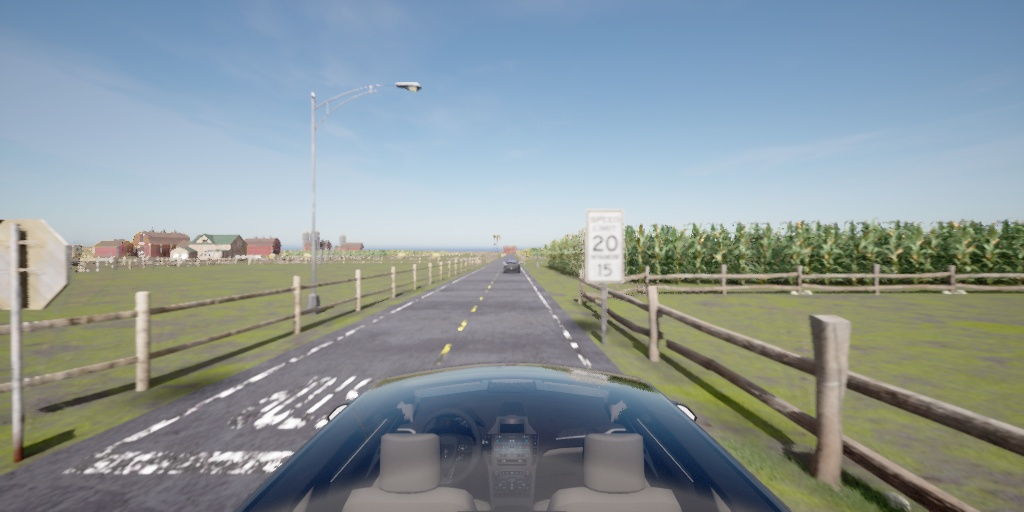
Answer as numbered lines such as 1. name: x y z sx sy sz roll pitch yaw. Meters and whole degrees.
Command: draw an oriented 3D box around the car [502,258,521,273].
1. car: -0.033 1.039 38.695 2.128 1.511 4.902 0 0 0
